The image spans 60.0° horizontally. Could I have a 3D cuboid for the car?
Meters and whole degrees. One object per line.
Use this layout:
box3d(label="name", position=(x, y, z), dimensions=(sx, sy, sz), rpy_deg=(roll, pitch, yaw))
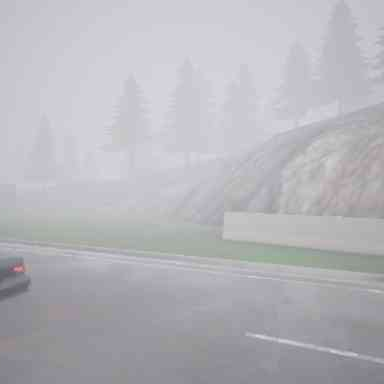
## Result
box3d(label="car", position=(-5.839, 1.545, 6.857), dimensions=(5.357, 1.411, 2.033), rpy_deg=(0, 0, 24))
